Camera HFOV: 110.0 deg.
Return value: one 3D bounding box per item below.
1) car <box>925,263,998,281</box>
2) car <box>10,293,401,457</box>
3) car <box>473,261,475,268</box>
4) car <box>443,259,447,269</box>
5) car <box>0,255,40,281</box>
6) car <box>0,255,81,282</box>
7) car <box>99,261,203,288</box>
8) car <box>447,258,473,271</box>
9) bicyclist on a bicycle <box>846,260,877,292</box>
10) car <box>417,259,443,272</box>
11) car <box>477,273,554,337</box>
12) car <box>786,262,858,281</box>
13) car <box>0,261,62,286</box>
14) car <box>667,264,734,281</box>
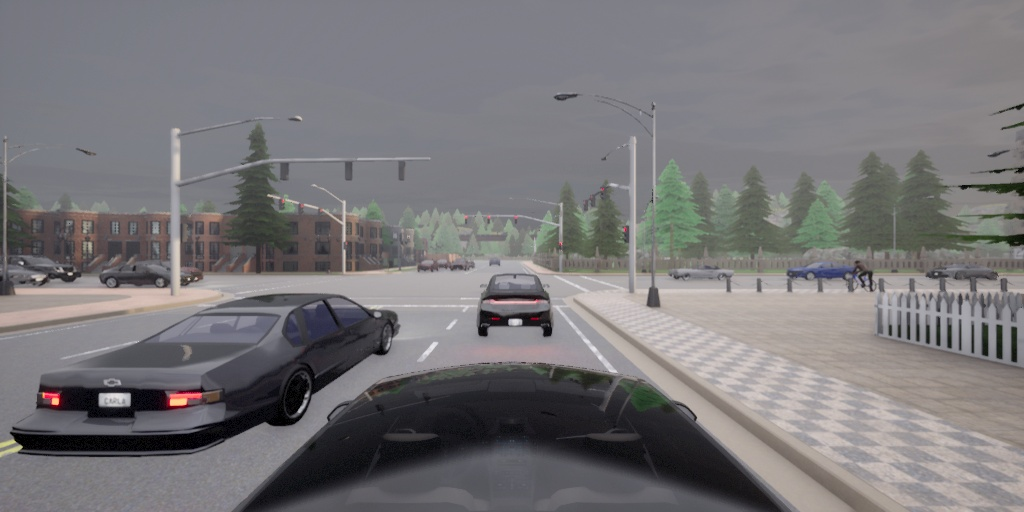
[{"bbox_3d":[37.182,1.309,29.718,4.181,1.385,1.994,0,0,1],"label":"car"},{"bbox_3d":[-3.435,1.297,5.629,2.033,1.411,5.357,0,0,0],"label":"car"},{"bbox_3d":[-7.040,1.305,57.527,1.994,1.385,4.181,0,0,0],"label":"car"},{"bbox_3d":[-10.561,1.219,54.948,1.882,1.535,5.008,0,0,0],"label":"car"},{"bbox_3d":[-42.306,0.967,28.595,5.566,2.045,2.150,0,0,-13],"label":"car"},{"bbox_3d":[-35.162,0.968,26.009,5.566,2.045,2.150,0,0,-6],"label":"car"},{"bbox_3d":[-23.181,1.252,22.918,4.892,1.490,1.837,0,0,-3],"label":"car"},{"bbox_3d":[-7.045,1.094,48.875,2.097,1.767,4.553,0,0,0],"label":"car"},{"bbox_3d":[18.255,1.049,18.777,0.582,1.620,1.656,0,0,0],"label":"bicyclist on a bicycle"},{"bbox_3d":[-10.562,1.220,45.492,1.882,1.535,5.008,0,0,0],"label":"car"},{"bbox_3d":[0.084,1.240,10.296,2.128,1.511,4.902,0,0,0],"label":"car"},{"bbox_3d":[25.612,1.223,29.749,5.008,1.535,1.882,0,0,0],"label":"car"},{"bbox_3d":[-32.546,1.238,22.682,4.902,1.511,2.128,0,0,-4],"label":"car"},{"bbox_3d":[15.572,1.346,29.764,4.718,1.301,1.895,0,0,0],"label":"car"}]
